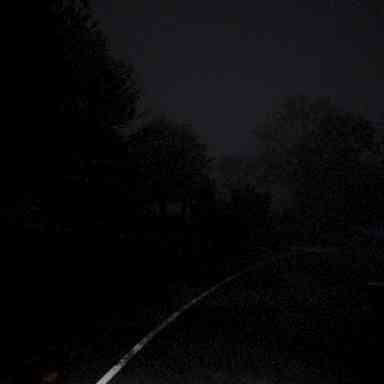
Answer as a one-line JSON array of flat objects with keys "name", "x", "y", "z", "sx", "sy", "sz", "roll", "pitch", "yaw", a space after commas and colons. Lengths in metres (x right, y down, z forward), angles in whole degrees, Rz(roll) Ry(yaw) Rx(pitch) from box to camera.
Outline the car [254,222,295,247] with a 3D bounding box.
[{"name": "car", "x": 3.394, "y": 2.310, "z": 18.890, "sx": 4.718, "sy": 1.301, "sz": 1.895, "roll": 7, "pitch": -6, "yaw": -16}]
